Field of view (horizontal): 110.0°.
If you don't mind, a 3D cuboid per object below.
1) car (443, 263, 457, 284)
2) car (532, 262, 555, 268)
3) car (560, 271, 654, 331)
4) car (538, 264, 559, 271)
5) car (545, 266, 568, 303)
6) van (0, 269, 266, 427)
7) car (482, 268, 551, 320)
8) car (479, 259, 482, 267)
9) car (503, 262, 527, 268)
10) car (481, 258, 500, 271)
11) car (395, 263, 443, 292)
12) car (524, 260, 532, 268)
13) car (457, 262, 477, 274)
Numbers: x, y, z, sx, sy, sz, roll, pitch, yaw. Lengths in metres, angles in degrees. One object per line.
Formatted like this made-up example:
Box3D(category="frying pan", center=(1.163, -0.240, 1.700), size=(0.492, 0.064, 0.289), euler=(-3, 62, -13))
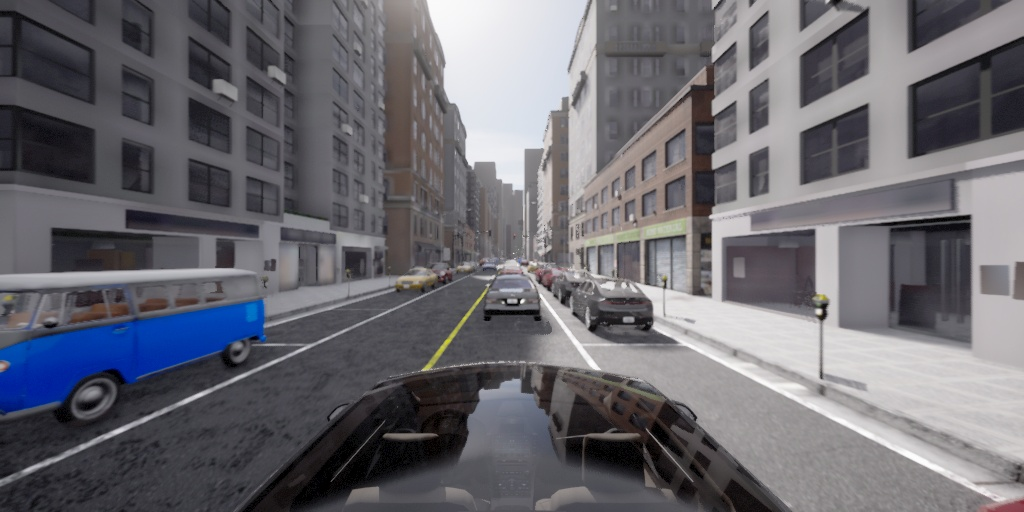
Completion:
Box3D(category="car", center=(-5.716, 1.259, 27.483), size=(1.967, 1.591, 4.097), euler=(0, 0, 0))
Box3D(category="car", center=(2.810, 1.258, 27.499), size=(1.967, 1.591, 4.097), euler=(0, 0, 0))
Box3D(category="car", center=(2.842, 1.325, 10.922), size=(2.007, 1.370, 4.403), euler=(0, 0, 0))
Box3D(category="car", center=(2.821, 1.385, 21.973), size=(1.802, 1.307, 4.207), euler=(0, 0, 0))
Box3D(category="car", center=(2.831, 1.340, 16.447), size=(2.007, 1.370, 4.403), euler=(0, 0, 0))
Box3D(category="van", center=(-5.670, 1.101, 5.379), size=(1.690, 1.789, 3.998), euler=(0, 0, 0))
Box3D(category="car", center=(0.026, 1.327, 12.682), size=(2.033, 1.411, 5.357), euler=(0, 0, 0))
Box3D(category="car", center=(-5.757, 1.433, 49.585), size=(2.007, 1.370, 4.403), euler=(0, 0, 0))
Box3D(category="car", center=(0.011, 1.426, 30.003), size=(1.895, 1.301, 4.718), euler=(0, 0, 0))
Box3D(category="car", center=(-3.132, 1.433, 50.569), size=(2.033, 1.411, 5.357), euler=(0, 0, 0))
Box3D(category="car", center=(-5.705, 1.330, 21.788), size=(1.751, 1.417, 4.829), euler=(0, 0, 0))
Box3D(category="car", center=(2.779, 1.390, 44.246), size=(1.751, 1.417, 4.829), euler=(0, 0, 0))
Box3D(category="car", center=(-5.746, 1.391, 43.890), size=(1.751, 1.417, 4.829), euler=(0, 0, 0))
